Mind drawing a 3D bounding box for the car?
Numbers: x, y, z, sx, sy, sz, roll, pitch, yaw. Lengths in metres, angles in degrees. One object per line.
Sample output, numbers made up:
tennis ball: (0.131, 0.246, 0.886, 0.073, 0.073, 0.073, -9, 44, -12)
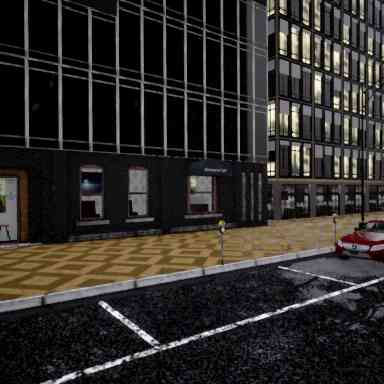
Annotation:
car: (6.587, 1.580, 11.240, 4.206, 1.307, 1.802, 0, 0, -35)
